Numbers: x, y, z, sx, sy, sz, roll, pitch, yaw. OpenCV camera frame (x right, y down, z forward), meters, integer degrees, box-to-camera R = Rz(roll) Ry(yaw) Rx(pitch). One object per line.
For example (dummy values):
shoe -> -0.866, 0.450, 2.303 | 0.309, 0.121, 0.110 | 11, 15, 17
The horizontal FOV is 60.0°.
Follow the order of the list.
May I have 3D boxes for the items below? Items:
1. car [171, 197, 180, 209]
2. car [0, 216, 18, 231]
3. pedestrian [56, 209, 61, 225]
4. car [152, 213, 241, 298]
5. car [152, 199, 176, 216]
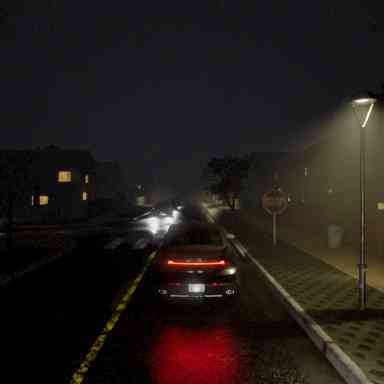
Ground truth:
car -> -2.926, 1.722, 44.062 | 1.895, 1.301, 4.718 | 0, 0, 0
car -> -13.249, 1.357, 19.480 | 5.566, 2.045, 2.150 | -1, -3, 4
pedestrian -> -9.958, 1.476, 24.862 | 0.375, 1.860, 0.375 | 0, -2, 5
car -> 0.084, 1.517, 8.524 | 1.837, 1.490, 4.892 | 0, 0, 0
car -> -2.912, 1.681, 33.795 | 1.895, 1.301, 4.718 | 0, 0, 0
